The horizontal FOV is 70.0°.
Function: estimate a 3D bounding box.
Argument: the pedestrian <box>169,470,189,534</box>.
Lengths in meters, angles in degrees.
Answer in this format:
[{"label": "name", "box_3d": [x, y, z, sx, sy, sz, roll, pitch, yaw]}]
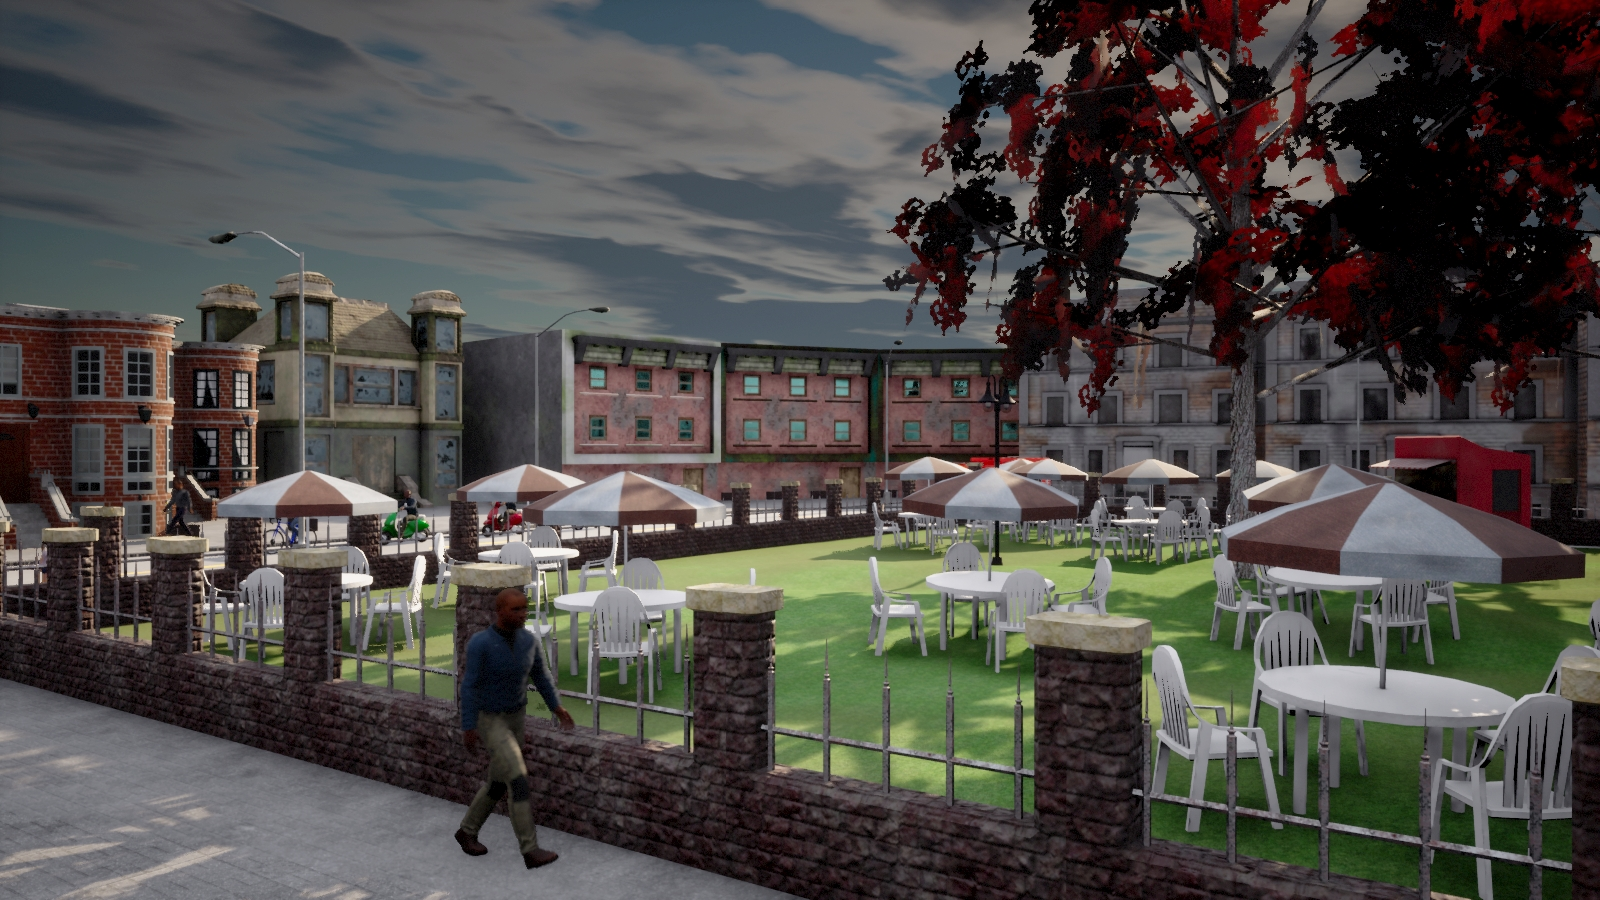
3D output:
[{"label": "pedestrian", "box_3d": [-18.189, 1.512, 33.455, 0.375, 1.860, 0.375, 0, 0, 32]}]

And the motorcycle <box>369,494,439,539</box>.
[{"label": "motorcycle", "box_3d": [-11.759, 1.950, 33.969, 0.856, 1.236, 1.805, 0, 0, 35]}]

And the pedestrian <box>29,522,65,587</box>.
[{"label": "pedestrian", "box_3d": [-13.661, 1.887, 20.721, 0.500, 1.100, 0.500, 0, 0, -38]}]

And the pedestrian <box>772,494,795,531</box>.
[{"label": "pedestrian", "box_3d": [-0.503, 1.895, 34.817, 0.500, 1.100, 0.500, 0, 0, 31]}]

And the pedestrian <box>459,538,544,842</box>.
[{"label": "pedestrian", "box_3d": [-1.932, 1.522, 7.401, 0.375, 1.860, 0.375, 0, 0, 36]}]
